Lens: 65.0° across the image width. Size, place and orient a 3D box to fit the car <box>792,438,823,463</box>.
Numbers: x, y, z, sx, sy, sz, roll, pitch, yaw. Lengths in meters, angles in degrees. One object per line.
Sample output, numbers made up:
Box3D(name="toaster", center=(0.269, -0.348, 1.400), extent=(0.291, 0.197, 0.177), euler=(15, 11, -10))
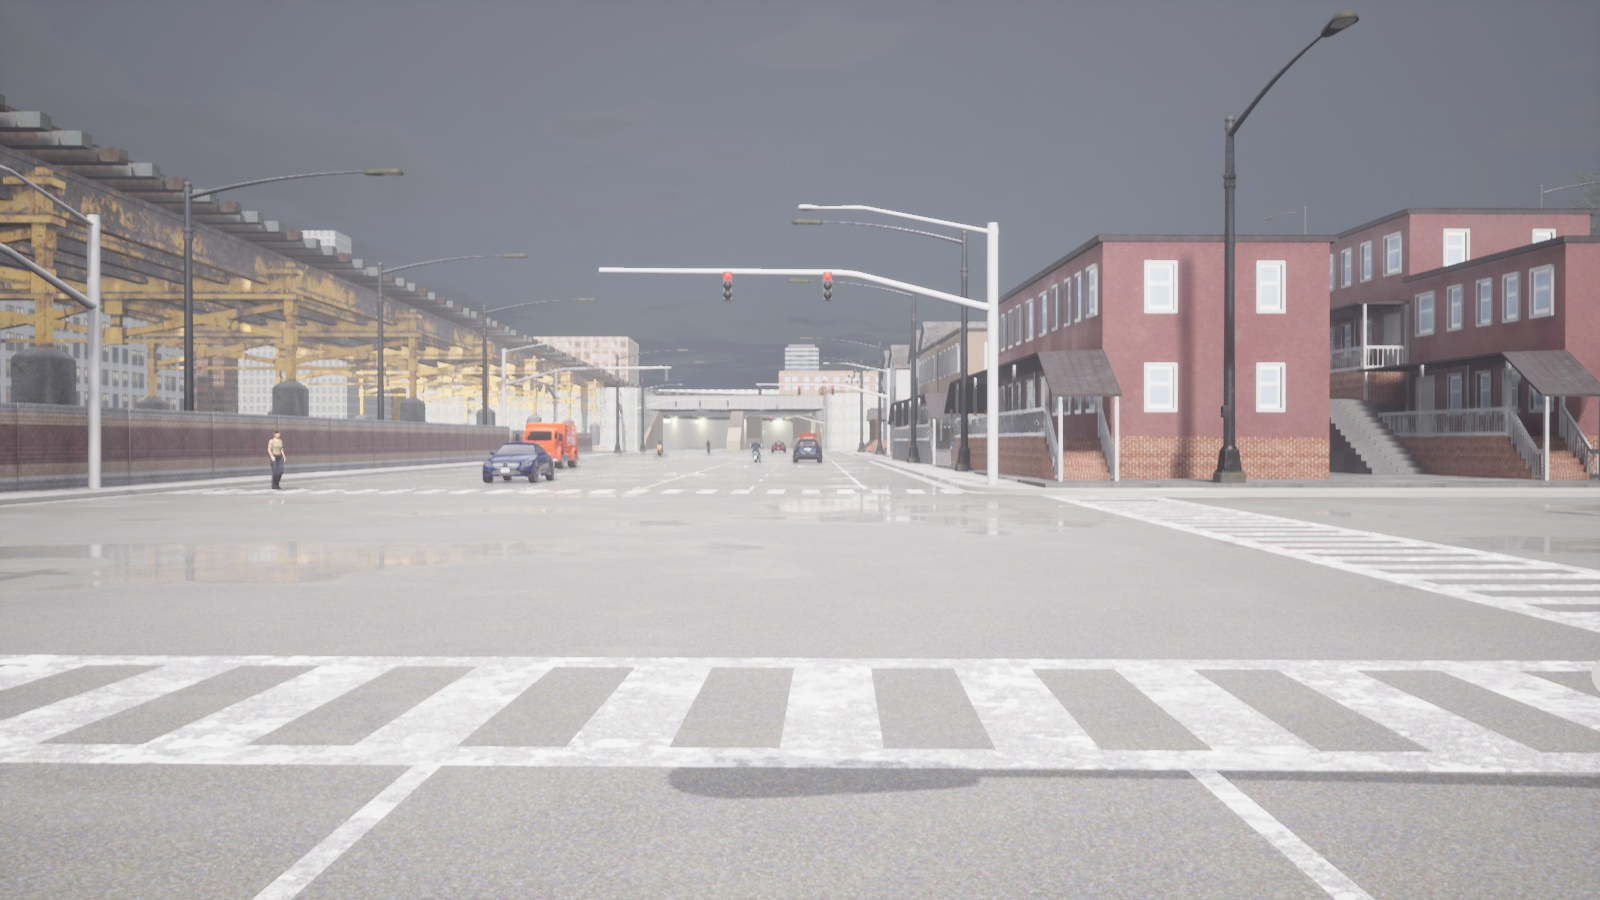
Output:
Box3D(name="car", center=(0.515, 0.072, 84.293), extent=(2.033, 1.649, 4.856), euler=(0, -1, 0))

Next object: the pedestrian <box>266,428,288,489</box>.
Box3D(name="pedestrian", center=(-15.810, 0.253, 37.942), extent=(0.594, 1.836, 0.345), euler=(0, 1, 36))

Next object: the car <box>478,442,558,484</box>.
Box3D(name="car", center=(-10.160, 0.438, 45.602), extent=(1.812, 1.442, 4.674), euler=(0, 0, 0))

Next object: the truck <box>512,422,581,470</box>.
Box3D(name="truck", center=(-13.588, -0.234, 67.623), extent=(2.627, 2.467, 5.204), euler=(0, 0, 1))
